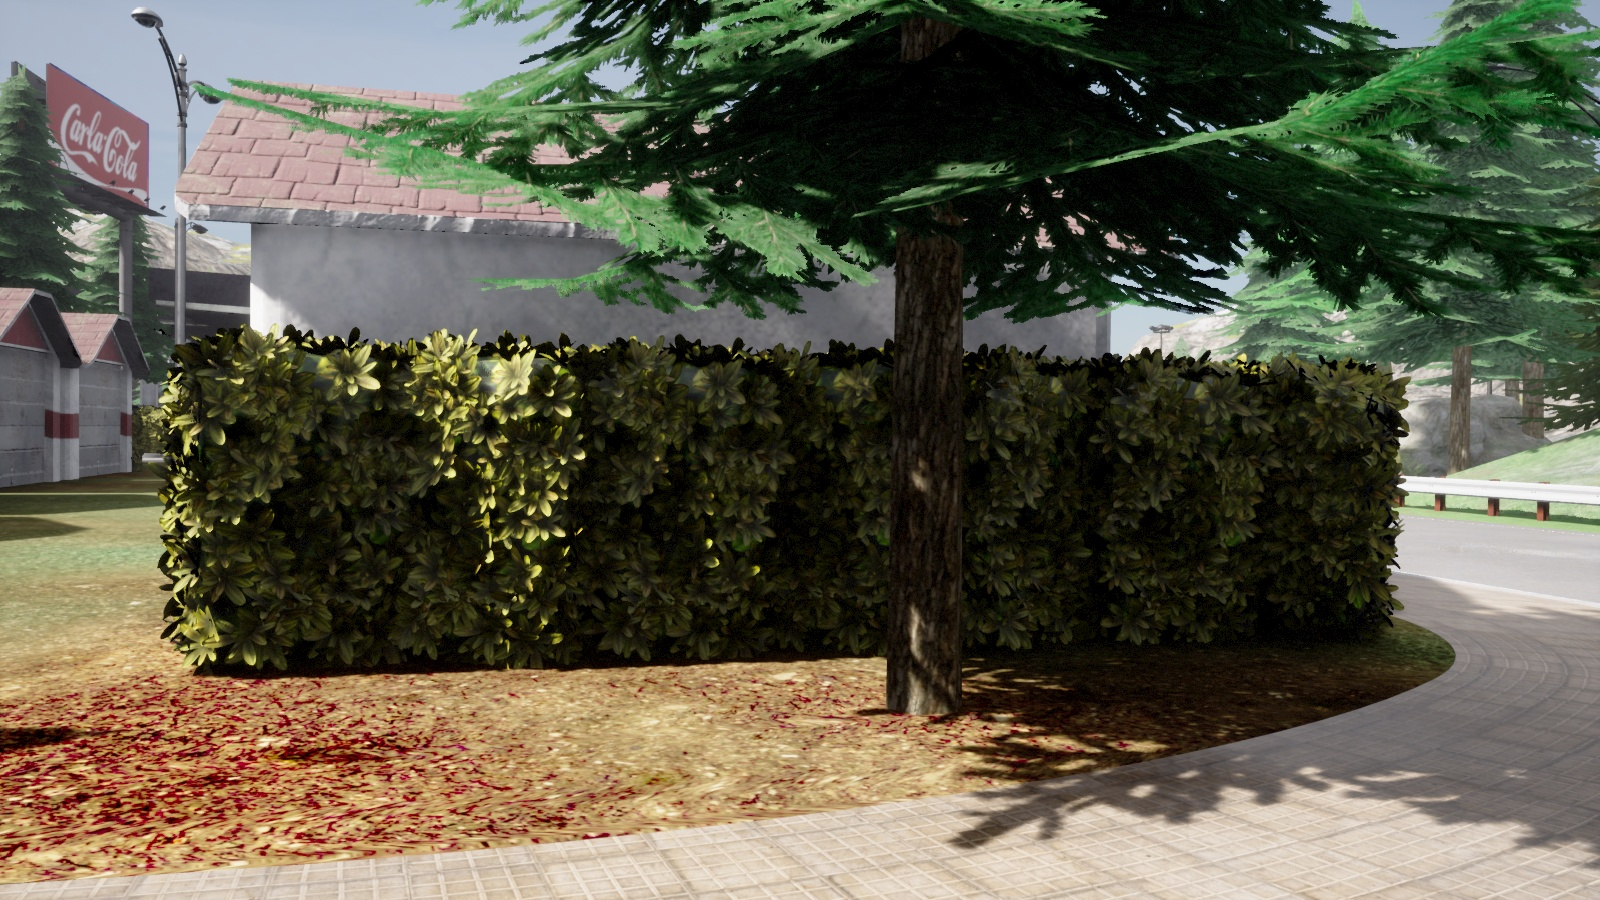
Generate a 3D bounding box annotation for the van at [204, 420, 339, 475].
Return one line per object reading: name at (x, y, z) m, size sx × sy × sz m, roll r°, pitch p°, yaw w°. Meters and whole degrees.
van at (-19.764, -0.103, 47.132) m, size 4.442 × 1.987 × 1.775 m, roll 0°, pitch 0°, yaw -14°
